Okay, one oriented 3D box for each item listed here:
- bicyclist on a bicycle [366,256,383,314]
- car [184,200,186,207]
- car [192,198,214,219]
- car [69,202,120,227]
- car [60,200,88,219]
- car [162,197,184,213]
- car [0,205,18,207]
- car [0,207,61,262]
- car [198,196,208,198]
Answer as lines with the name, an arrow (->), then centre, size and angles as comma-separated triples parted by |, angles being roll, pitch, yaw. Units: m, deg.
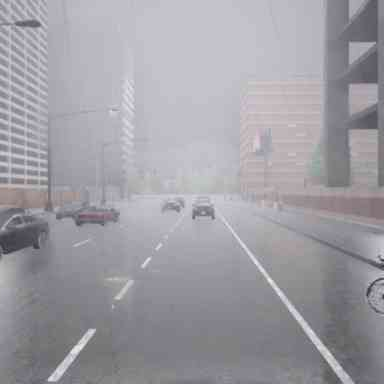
bicyclist on a bicycle -> 3.989, 1.422, 6.038 | 1.656, 1.620, 0.582 | -1, 0, 2
car -> -1.950, 1.486, 47.036 | 1.837, 1.490, 4.892 | 0, 0, 2
car -> 0.987, 1.514, 29.152 | 1.812, 1.442, 4.674 | 0, 0, 2
car -> -6.404, 1.592, 22.838 | 1.895, 1.301, 4.718 | 0, 0, 2
car -> -9.723, 1.494, 27.947 | 1.837, 1.490, 4.892 | 0, 0, 2
car -> -2.248, 1.511, 37.447 | 1.812, 1.442, 4.674 | 0, 0, 2
car -> -10.086, 1.499, 17.388 | 1.837, 1.490, 4.892 | 0, 0, 2
car -> -6.771, 1.487, 11.599 | 2.128, 1.511, 4.902 | 0, 0, 2
car -> 1.557, 1.334, 47.265 | 2.097, 1.767, 4.553 | 0, 0, 2
